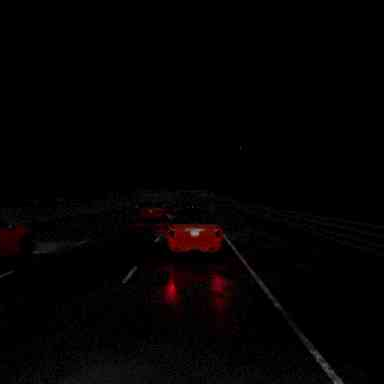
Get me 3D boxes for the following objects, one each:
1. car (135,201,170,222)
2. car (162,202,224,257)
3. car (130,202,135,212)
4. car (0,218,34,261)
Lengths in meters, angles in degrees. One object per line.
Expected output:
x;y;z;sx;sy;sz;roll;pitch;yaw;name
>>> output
-3.398;1.603;29.340;2.097;1.767;4.553;0;-1;0;car
0.101;1.469;13.601;2.097;1.767;4.553;0;-1;0;car
-6.896;1.922;44.007;2.033;1.411;5.357;0;0;0;car
-6.900;1.443;10.510;2.097;1.767;4.553;0;-1;0;car
